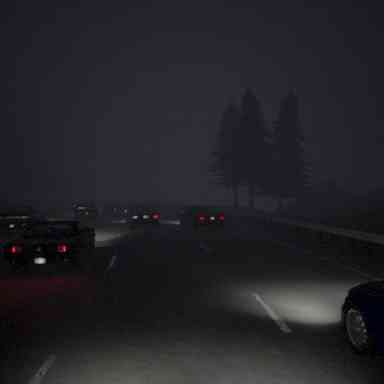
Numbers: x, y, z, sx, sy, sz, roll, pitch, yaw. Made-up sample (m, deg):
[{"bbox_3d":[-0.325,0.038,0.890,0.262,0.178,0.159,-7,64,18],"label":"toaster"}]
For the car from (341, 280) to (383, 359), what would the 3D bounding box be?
[{"bbox_3d":[3.236,1.515,3.101,1.812,1.442,4.674,0,0,-3],"label":"car"}]

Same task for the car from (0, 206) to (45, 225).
[{"bbox_3d":[-9.853,1.540,19.430,2.128,1.511,4.902,0,0,-14],"label":"car"}]

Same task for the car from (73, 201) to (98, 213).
[{"bbox_3d":[-9.410,1.544,29.461,2.128,1.511,4.902,0,0,-20],"label":"car"}]

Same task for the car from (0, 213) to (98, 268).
[{"bbox_3d":[-4.545,1.624,11.448,1.895,1.301,4.718,0,0,-8],"label":"car"}]

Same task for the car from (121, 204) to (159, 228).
[{"bbox_3d":[-3.500,1.574,22.738,2.033,1.411,5.357,0,0,-15],"label":"car"}]

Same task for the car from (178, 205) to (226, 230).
[{"bbox_3d":[0.515,1.558,21.463,2.033,1.411,5.357,0,0,-15],"label":"car"}]

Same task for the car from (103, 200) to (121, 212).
[{"bbox_3d":[-9.515,1.659,39.751,1.895,1.301,4.718,0,0,-21],"label":"car"}]

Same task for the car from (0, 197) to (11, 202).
[{"bbox_3d":[-41.673,1.698,73.948,1.895,1.301,4.718,0,0,-21],"label":"car"}]
